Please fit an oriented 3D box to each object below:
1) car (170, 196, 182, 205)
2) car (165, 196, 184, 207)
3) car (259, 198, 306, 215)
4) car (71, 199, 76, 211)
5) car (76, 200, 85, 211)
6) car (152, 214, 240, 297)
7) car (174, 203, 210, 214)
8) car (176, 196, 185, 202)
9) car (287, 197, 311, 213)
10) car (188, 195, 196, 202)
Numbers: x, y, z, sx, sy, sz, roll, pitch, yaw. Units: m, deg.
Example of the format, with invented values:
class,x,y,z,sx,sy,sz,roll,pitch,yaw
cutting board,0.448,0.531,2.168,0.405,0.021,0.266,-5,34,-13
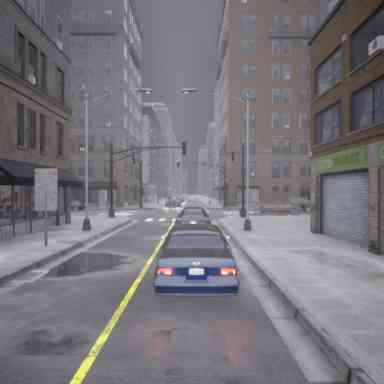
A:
class,x,y,z,sx,sy,sz,roll,pitch,yaw
car,-2.759,1.510,58.528,1.812,1.442,4.674,0,0,0
car,-2.811,1.338,49.799,2.097,1.767,4.553,0,0,1
car,8.915,1.567,33.695,4.181,1.385,1.994,0,0,0
car,-15.108,1.535,33.755,5.357,1.411,2.033,0,0,0
car,-14.698,1.528,39.244,4.313,1.339,1.947,0,0,0
car,0.093,1.544,8.768,2.033,1.411,5.357,0,0,0
car,0.085,1.558,19.315,1.994,1.385,4.181,0,0,1
car,-2.655,1.577,78.845,1.895,1.301,4.718,0,0,0
car,10.885,1.343,36.640,4.553,1.767,2.097,0,0,0
car,0.094,1.507,76.919,1.812,1.442,4.674,0,0,0
